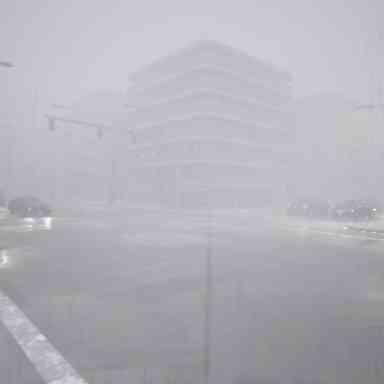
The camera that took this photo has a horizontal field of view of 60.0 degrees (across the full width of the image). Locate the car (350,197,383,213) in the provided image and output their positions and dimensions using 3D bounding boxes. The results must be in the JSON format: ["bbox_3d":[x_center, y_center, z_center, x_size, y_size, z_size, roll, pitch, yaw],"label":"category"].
[{"bbox_3d":[19.745,1.431,37.430,4.892,1.490,1.837,-1,2,-41],"label":"car"}]

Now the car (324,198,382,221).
[{"bbox_3d":[13.088,1.418,26.866,4.902,1.511,2.128,0,1,-41],"label":"car"}]

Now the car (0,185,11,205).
[{"bbox_3d":[-21.349,0.397,35.070,2.150,2.045,5.566,0,2,-43],"label":"car"}]

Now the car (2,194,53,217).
[{"bbox_3d":[-12.428,1.011,25.327,2.033,1.411,5.357,0,1,-42],"label":"car"}]

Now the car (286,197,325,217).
[{"bbox_3d":[10.120,1.199,28.908,4.553,1.767,2.097,1,1,-41],"label":"car"}]
